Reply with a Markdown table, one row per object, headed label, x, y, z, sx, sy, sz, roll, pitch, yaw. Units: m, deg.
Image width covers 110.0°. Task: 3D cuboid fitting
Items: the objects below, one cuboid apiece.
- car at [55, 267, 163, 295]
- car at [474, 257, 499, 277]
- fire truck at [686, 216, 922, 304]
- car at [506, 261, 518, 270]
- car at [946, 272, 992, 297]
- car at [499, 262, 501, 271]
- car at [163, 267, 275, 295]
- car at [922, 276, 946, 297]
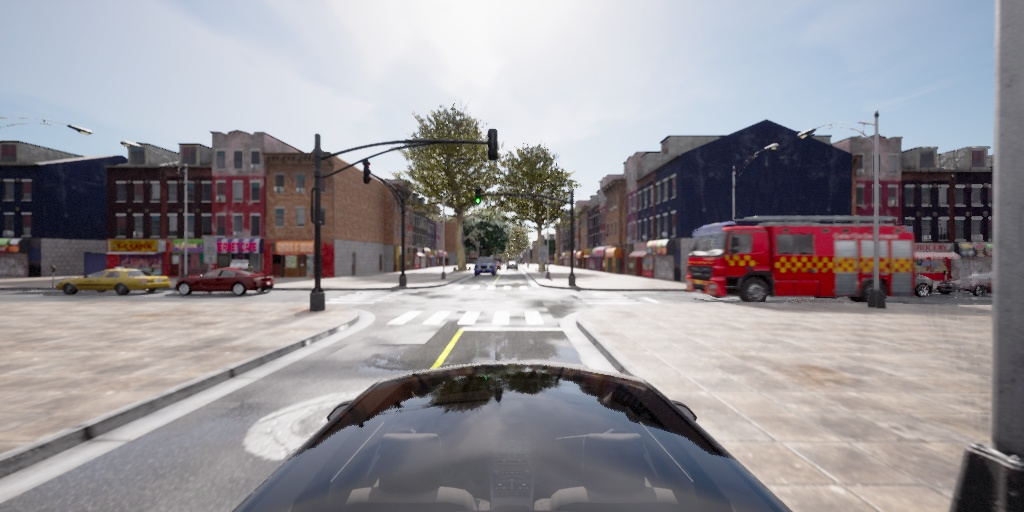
| label | x | y | z | sx | sy | sz | roll | pitch | yaw |
| --- | --- | --- | --- | --- | --- | --- | --- | --- | --- |
| car | -20.913 | 1.256 | 18.854 | 4.829 | 1.417 | 1.751 | 0 | 0 | 0 |
| car | -2.825 | 1.133 | 38.639 | 2.150 | 2.045 | 5.566 | 0 | -1 | 0 |
| fire truck | 12.779 | 0.178 | 16.402 | 8.468 | 3.827 | 2.891 | 0 | 0 | 0 |
| car | 0.038 | 1.650 | 60.840 | 1.994 | 1.385 | 4.181 | 0 | -1 | 0 |
| car | 25.314 | 1.471 | 19.097 | 4.207 | 1.307 | 1.802 | 0 | 0 | 0 |
| car | -2.759 | 1.538 | 58.109 | 1.882 | 1.535 | 5.008 | 0 | -1 | 1 |
| car | -15.064 | 1.289 | 18.885 | 4.507 | 1.381 | 1.888 | 0 | 0 | 0 |
| car | 19.640 | 1.428 | 19.067 | 4.313 | 1.339 | 1.948 | 0 | 0 | 0 |
